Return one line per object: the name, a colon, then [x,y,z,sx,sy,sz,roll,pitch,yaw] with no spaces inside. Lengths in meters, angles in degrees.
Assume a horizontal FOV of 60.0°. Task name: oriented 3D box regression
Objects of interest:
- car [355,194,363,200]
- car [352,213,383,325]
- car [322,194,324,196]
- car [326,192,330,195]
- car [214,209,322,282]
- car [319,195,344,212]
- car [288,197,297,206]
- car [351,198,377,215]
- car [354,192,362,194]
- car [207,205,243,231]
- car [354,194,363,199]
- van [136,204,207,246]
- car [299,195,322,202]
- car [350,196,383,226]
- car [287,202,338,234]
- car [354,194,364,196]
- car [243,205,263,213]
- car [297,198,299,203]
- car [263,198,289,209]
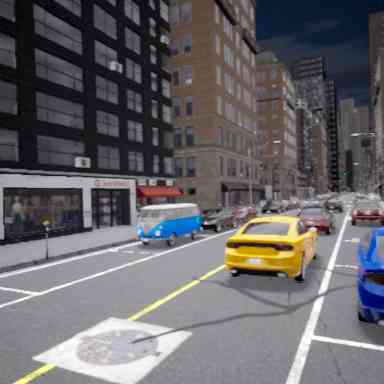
car: [40.053,1.111,79.887,1.752,1.417,4.829,-2,-1,26]
car: [4.318,1.412,6.633,1.882,1.535,5.008,-2,0,26]
car: [29.943,1.409,78.655,1.802,1.307,4.206,-2,-1,26]
car: [34.731,1.344,88.354,2.008,1.369,4.403,-2,-1,26]
car: [2.560,1.481,9.946,1.882,1.535,5.008,-2,-1,26]
car: [15.192,1.388,35.860,1.812,1.442,4.674,-2,-1,26]
car: [11.120,1.581,40.434,1.802,1.307,4.206,-2,-1,26]
car: [16.341,1.353,31.737,2.008,1.369,4.403,-2,-1,26]
car: [37.581,1.044,74.885,1.967,1.590,4.097,-2,-1,26]
car: [1.414,1.673,20.685,1.947,1.339,4.313,-2,-1,26]
car: [42.374,1.121,84.583,2.008,1.369,4.403,-2,-1,26]
van: [-1.018,1.477,15.749,1.690,1.788,3.998,-2,-1,26]
car: [15.749,1.507,43.830,1.895,1.301,4.718,-2,0,27]
car: [11.486,1.297,21.863,1.967,1.590,4.097,-2,-1,26]
car: [6.916,1.517,18.809,1.994,1.385,4.181,-2,0,26]
car: [21.195,1.316,41.611,1.947,1.339,4.313,-2,-1,26]
car: [3.842,1.662,25.622,1.802,1.307,4.206,-2,-1,26]
car: [13.543,1.413,45.373,1.967,1.590,4.097,-2,-1,26]
car: [8.694,1.592,35.497,1.947,1.339,4.313,-2,-1,26]
